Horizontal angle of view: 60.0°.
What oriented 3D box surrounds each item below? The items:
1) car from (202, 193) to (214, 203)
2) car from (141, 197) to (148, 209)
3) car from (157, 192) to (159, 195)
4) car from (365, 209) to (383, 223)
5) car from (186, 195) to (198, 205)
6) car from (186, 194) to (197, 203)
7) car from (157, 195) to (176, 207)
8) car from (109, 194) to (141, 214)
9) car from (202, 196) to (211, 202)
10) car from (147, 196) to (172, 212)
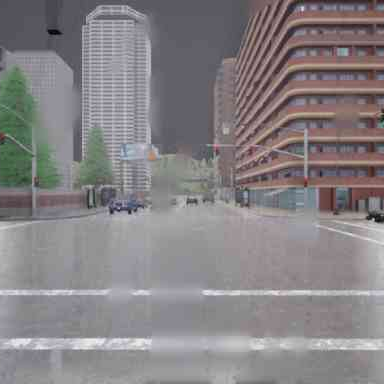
[{"bbox_3d":[3.410,1.221,68.701,2.150,2.045,5.566,0,0,0],"label":"car"},{"bbox_3d":[-7.159,1.547,45.470,2.033,1.411,5.357,0,0,0],"label":"car"},{"bbox_3d":[-7.091,1.352,69.254,2.097,1.767,4.553,0,0,0],"label":"car"},{"bbox_3d":[15.001,1.492,23.271,5.357,1.411,2.033,0,0,-12],"label":"car"},{"bbox_3d":[0.024,1.477,59.495,1.882,1.535,5.008,0,0,0],"label":"car"},{"bbox_3d":[-0.091,1.352,69.487,2.097,1.767,4.553,0,0,0],"label":"car"},{"bbox_3d":[-3.654,1.526,47.394,1.812,1.442,4.674,0,0,0],"label":"car"},{"bbox_3d":[-7.147,1.222,35.220,2.150,2.045,5.566,0,0,0],"label":"car"},{"bbox_3d":[3.397,1.576,78.268,1.895,1.301,4.718,0,0,0],"label":"car"},{"bbox_3d":[-3.648,1.526,38.279,1.812,1.442,4.674,0,0,0],"label":"car"}]
